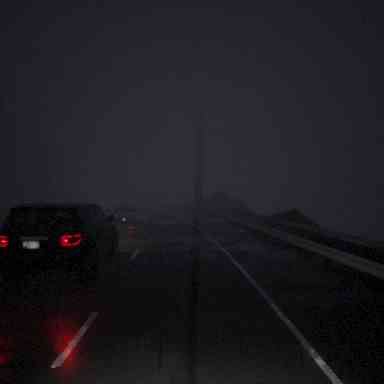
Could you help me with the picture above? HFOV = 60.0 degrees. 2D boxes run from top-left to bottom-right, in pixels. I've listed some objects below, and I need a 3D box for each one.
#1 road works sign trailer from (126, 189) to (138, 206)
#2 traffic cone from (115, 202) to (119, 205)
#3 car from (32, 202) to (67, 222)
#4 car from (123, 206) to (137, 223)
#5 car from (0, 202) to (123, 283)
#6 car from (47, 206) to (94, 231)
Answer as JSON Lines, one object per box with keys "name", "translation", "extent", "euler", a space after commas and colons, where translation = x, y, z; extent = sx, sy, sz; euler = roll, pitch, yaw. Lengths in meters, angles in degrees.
{"name": "road works sign trailer", "translation": [-12.412, 1.076, 68.410], "extent": [2.380, 3.560, 2.880], "euler": [0, 0, -22]}
{"name": "traffic cone", "translation": [-16.413, 2.634, 74.326], "extent": [0.340, 0.580, 0.340], "euler": [0, 0, -22]}
{"name": "car", "translation": [-13.155, 1.792, 31.043], "extent": [1.882, 1.535, 5.008], "euler": [0, 0, -10]}
{"name": "car", "translation": [-5.526, 1.852, 27.744], "extent": [1.895, 1.301, 4.718], "euler": [0, 0, -8]}
{"name": "car", "translation": [-3.749, 1.322, 10.229], "extent": [2.150, 2.045, 5.566], "euler": [0, -1, -3]}
{"name": "car", "translation": [-8.488, 1.781, 23.726], "extent": [2.033, 1.411, 5.357], "euler": [0, 0, -8]}
